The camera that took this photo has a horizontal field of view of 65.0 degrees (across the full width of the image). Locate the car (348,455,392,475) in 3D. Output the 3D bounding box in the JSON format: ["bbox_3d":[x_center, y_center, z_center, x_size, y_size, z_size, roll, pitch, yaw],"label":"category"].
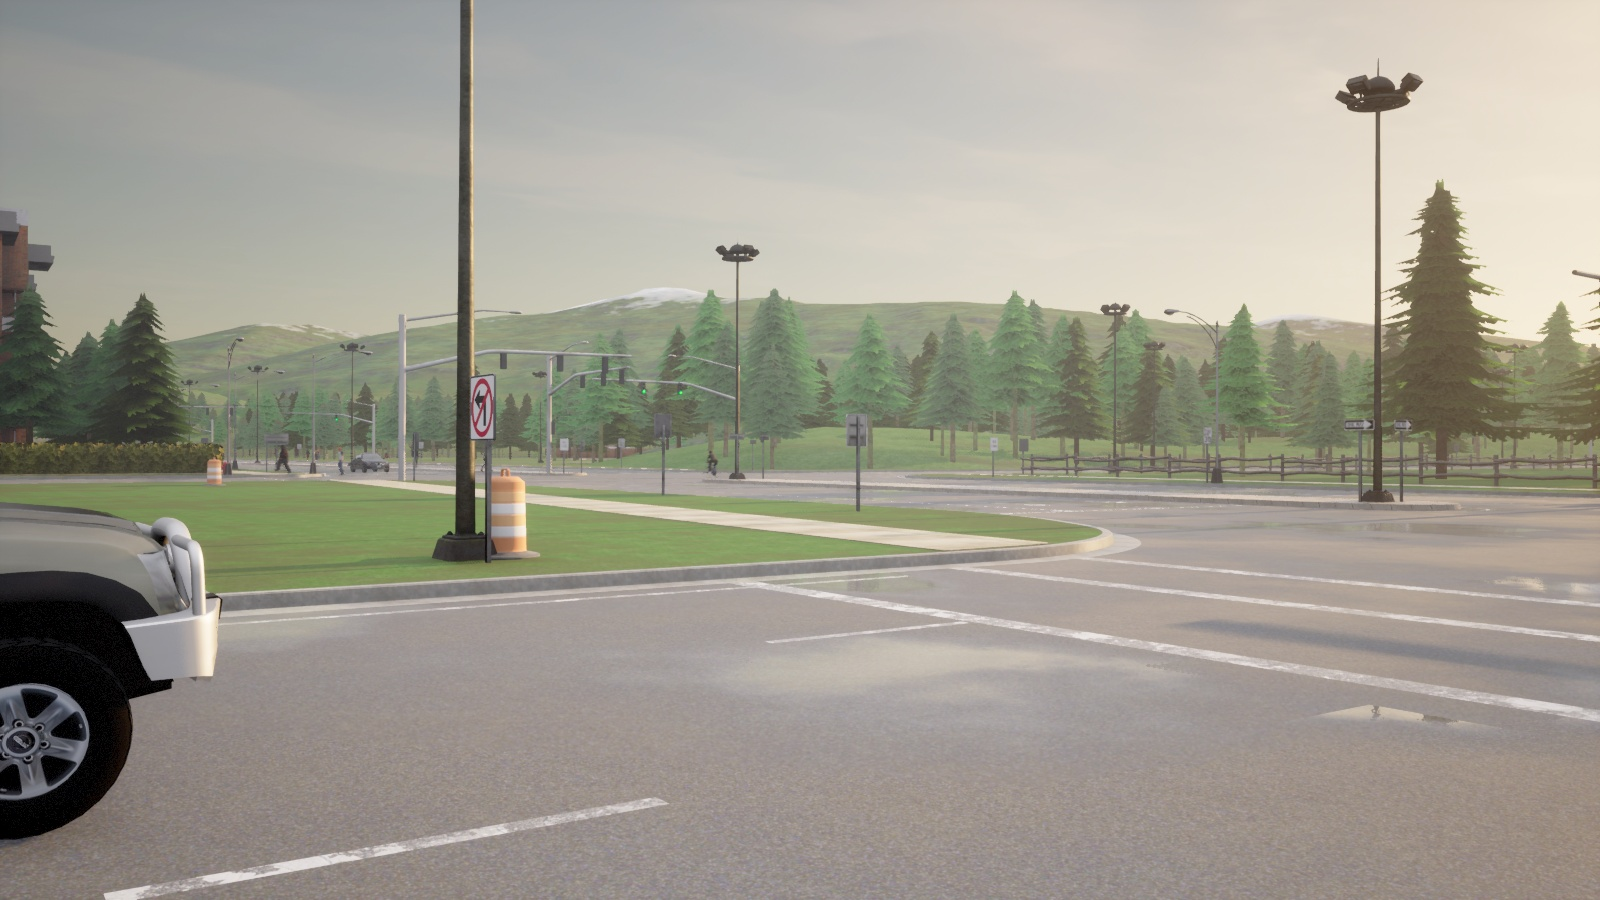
[{"bbox_3d":[-31.644,1.063,92.293,1.812,1.442,4.674,0,0,-35],"label":"car"}]

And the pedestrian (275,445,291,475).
[{"bbox_3d":[-31.931,0.641,77.582,0.899,1.844,0.634,0,0,-26],"label":"pedestrian"}]

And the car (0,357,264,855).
[{"bbox_3d":[-4.662,0.583,4.678,4.605,1.855,1.932,0,0,-35],"label":"car"}]
